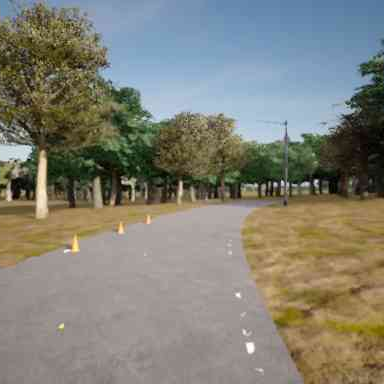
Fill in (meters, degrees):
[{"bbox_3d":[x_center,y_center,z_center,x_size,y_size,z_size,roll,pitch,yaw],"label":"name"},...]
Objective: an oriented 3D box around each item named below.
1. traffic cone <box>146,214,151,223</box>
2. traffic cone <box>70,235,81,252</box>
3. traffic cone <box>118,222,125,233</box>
[{"bbox_3d":[-2.928,1.796,22.415,0.340,0.580,0.340,0,1,10],"label":"traffic cone"},{"bbox_3d":[-4.319,1.880,12.309,0.340,0.580,0.340,0,0,6],"label":"traffic cone"},{"bbox_3d":[-3.719,1.842,17.374,0.340,0.580,0.340,0,1,8],"label":"traffic cone"}]
